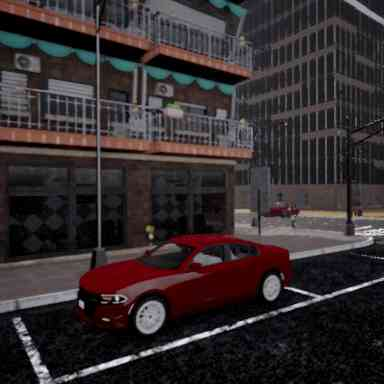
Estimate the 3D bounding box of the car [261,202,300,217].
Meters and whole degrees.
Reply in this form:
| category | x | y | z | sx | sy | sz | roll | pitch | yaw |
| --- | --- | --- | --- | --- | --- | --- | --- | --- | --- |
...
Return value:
| category | x | y | z | sx | sy | sz | roll | pitch | yaw |
| --- | --- | --- | --- | --- | --- | --- | --- | --- | --- |
| car | 9.323 | 1.797 | 35.510 | 1.967 | 1.590 | 4.097 | -2 | 0 | -36 |

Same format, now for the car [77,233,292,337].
| category | x | y | z | sx | sy | sz | roll | pitch | yaw |
| --- | --- | --- | --- | --- | --- | --- | --- | --- | --- |
| car | 0.070 | 1.551 | 6.619 | 4.507 | 1.381 | 1.887 | 0 | -1 | -35 |
